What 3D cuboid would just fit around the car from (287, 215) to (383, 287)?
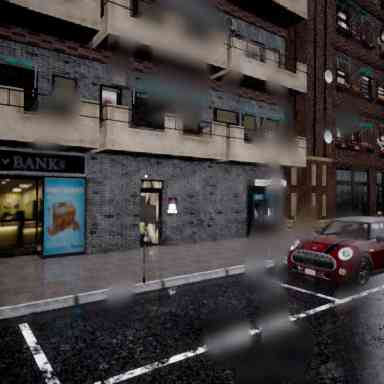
[{"bbox_3d":[4.530,1.442,9.327,4.097,1.590,1.967,0,1,-36],"label":"car"}]
